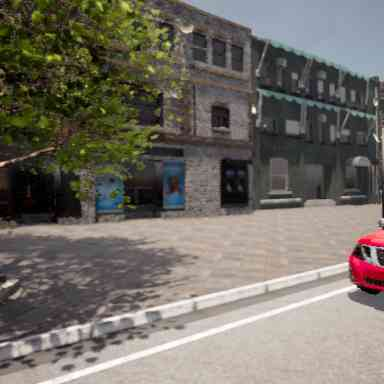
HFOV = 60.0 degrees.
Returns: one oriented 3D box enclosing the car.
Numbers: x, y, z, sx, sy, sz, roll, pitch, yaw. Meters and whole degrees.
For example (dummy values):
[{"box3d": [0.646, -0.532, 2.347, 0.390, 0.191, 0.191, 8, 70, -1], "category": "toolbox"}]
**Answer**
[{"box3d": [5.885, 1.198, 7.572, 5.566, 2.045, 2.150, 0, 0, -35], "category": "car"}]
